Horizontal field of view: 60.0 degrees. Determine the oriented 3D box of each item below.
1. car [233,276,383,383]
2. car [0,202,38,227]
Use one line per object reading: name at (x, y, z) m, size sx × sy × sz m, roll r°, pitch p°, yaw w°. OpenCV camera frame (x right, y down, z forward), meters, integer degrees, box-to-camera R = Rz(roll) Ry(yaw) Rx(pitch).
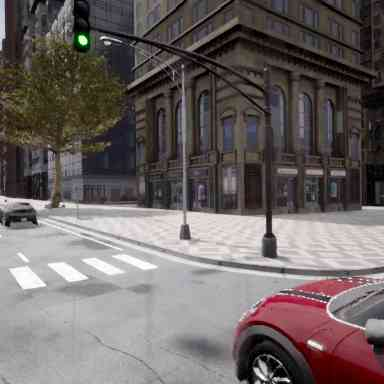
car at (2.414, 1.326, 2.663) m, size 2.097 × 1.767 × 4.553 m, roll -1°, pitch 1°, yaw -36°
car at (-11.882, 1.454, 22.685) m, size 1.837 × 1.490 × 4.892 m, roll -1°, pitch 1°, yaw -36°
